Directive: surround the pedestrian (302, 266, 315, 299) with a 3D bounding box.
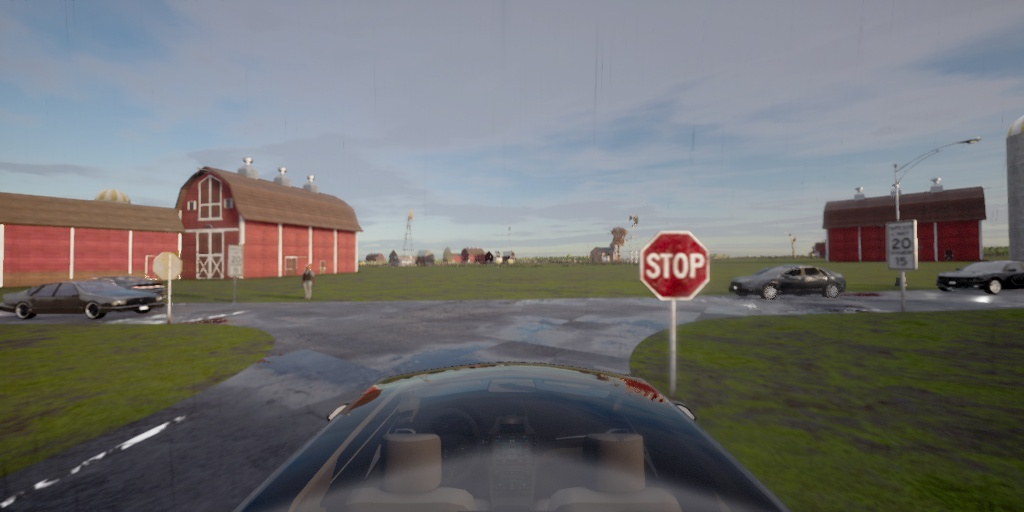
[{"bbox_3d":[-11.221,1.434,19.679,0.375,1.860,0.375,0,0,4],"label":"pedestrian"}]

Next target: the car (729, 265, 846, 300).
[{"bbox_3d":[12.701,1.195,16.675,4.892,1.490,1.837,0,-1,-4],"label":"car"}]

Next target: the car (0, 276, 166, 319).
[{"bbox_3d":[-16.966,1.678,14.218,5.357,1.411,2.033,-1,-1,6],"label":"car"}]

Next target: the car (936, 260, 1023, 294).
[{"bbox_3d":[23.730,0.986,17.614,5.008,1.535,1.882,-1,-1,-7],"label":"car"}]
